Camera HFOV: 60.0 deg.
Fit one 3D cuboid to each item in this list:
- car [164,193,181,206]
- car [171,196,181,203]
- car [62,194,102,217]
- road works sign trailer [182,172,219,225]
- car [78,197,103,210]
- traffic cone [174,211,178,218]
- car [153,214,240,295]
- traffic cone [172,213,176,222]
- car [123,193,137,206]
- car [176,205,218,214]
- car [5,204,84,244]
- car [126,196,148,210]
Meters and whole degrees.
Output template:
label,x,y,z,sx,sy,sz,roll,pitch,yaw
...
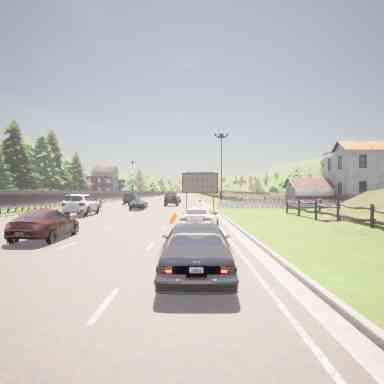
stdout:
label,x,y,z,sx,sy,sz,roll,pitch,yaw
car,-3.309,1.221,53.434,2.150,2.045,5.566,0,0,0
car,-3.284,1.564,68.649,1.994,1.385,4.181,0,0,0
car,-10.347,1.223,31.273,2.150,2.045,5.566,0,0,0
road works sign trailer,0.526,0.464,22.116,2.380,3.560,2.880,0,0,-2
car,-13.824,1.506,45.609,1.837,1.490,4.892,0,0,0
traffic cone,-1.445,1.955,25.252,0.340,0.580,0.340,0,0,0
car,0.113,1.547,8.895,2.033,1.411,5.357,0,0,1
traffic cone,-1.448,1.955,23.252,0.340,0.580,0.340,0,0,0
car,-10.305,1.221,56.666,2.150,2.045,5.566,0,0,0
car,0.416,1.542,18.504,1.812,1.442,4.674,-1,-1,7
car,-6.874,1.526,15.606,1.812,1.442,4.674,0,0,0
car,-6.828,1.601,42.792,1.895,1.301,4.718,0,0,0
